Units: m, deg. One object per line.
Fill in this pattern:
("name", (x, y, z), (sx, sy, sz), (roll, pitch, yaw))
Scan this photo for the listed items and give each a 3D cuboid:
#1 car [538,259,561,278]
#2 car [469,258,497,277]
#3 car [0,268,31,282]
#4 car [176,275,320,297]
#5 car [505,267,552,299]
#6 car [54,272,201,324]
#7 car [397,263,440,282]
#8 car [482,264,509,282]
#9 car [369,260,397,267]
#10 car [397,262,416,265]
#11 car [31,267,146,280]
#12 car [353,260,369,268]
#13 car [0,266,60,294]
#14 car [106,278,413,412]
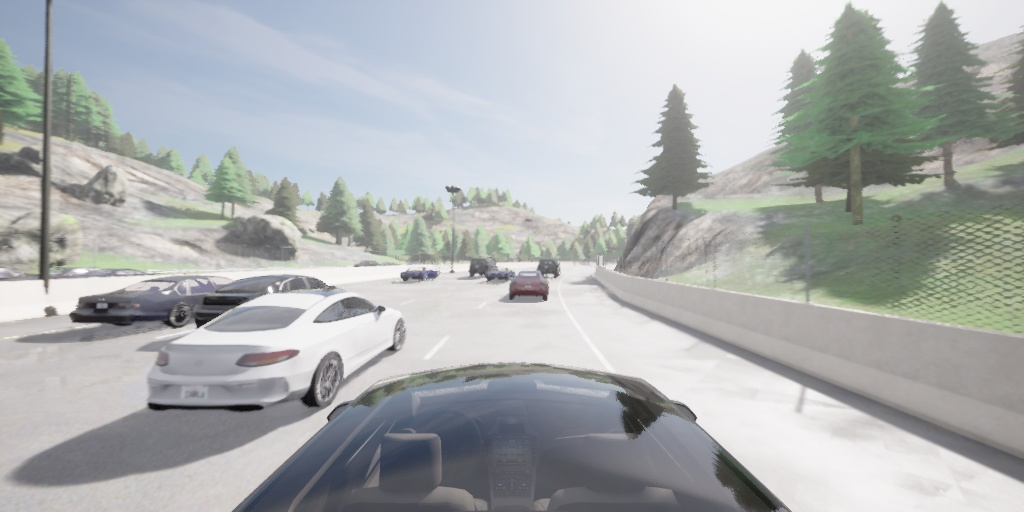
("car", (4.137, 1.319, 39.715), (2.150, 2.045, 5.566), (0, 0, 12))
("car", (-3.034, 1.273, 39.630), (2.150, 2.045, 5.566), (0, 0, 12))
("car", (-23.800, 1.298, 19.469), (2.033, 1.411, 5.357), (0, -1, 5))
("car", (-6.663, 1.290, 10.677), (1.837, 1.490, 4.892), (0, 0, 3))
("car", (1.006, 1.469, 19.299), (1.994, 1.385, 4.181), (0, 0, 6))
("car", (-10.168, 1.316, 11.525), (2.033, 1.411, 5.357), (0, 0, 3))
("car", (-8.043, 1.554, 31.773), (1.895, 1.301, 4.718), (0, 0, 9))
("car", (-0.946, 1.599, 31.859), (1.895, 1.301, 4.718), (0, 0, 9))
("car", (-20.268, 1.648, 58.345), (2.033, 1.411, 5.357), (0, -1, 16))
("car", (-16.380, 1.657, 59.159), (1.812, 1.442, 4.674), (0, 0, 17))
("car", (-20.363, 1.325, 18.151), (1.994, 1.385, 4.181), (0, 0, 5))
("car", (-23.832, 1.432, 58.528), (2.097, 1.767, 4.553), (0, -1, 15))
("car", (-27.420, 1.264, 18.193), (2.033, 1.411, 5.357), (0, 0, 4))
("car", (-3.310, 1.292, 6.103), (1.812, 1.442, 4.674), (0, 0, 1))
